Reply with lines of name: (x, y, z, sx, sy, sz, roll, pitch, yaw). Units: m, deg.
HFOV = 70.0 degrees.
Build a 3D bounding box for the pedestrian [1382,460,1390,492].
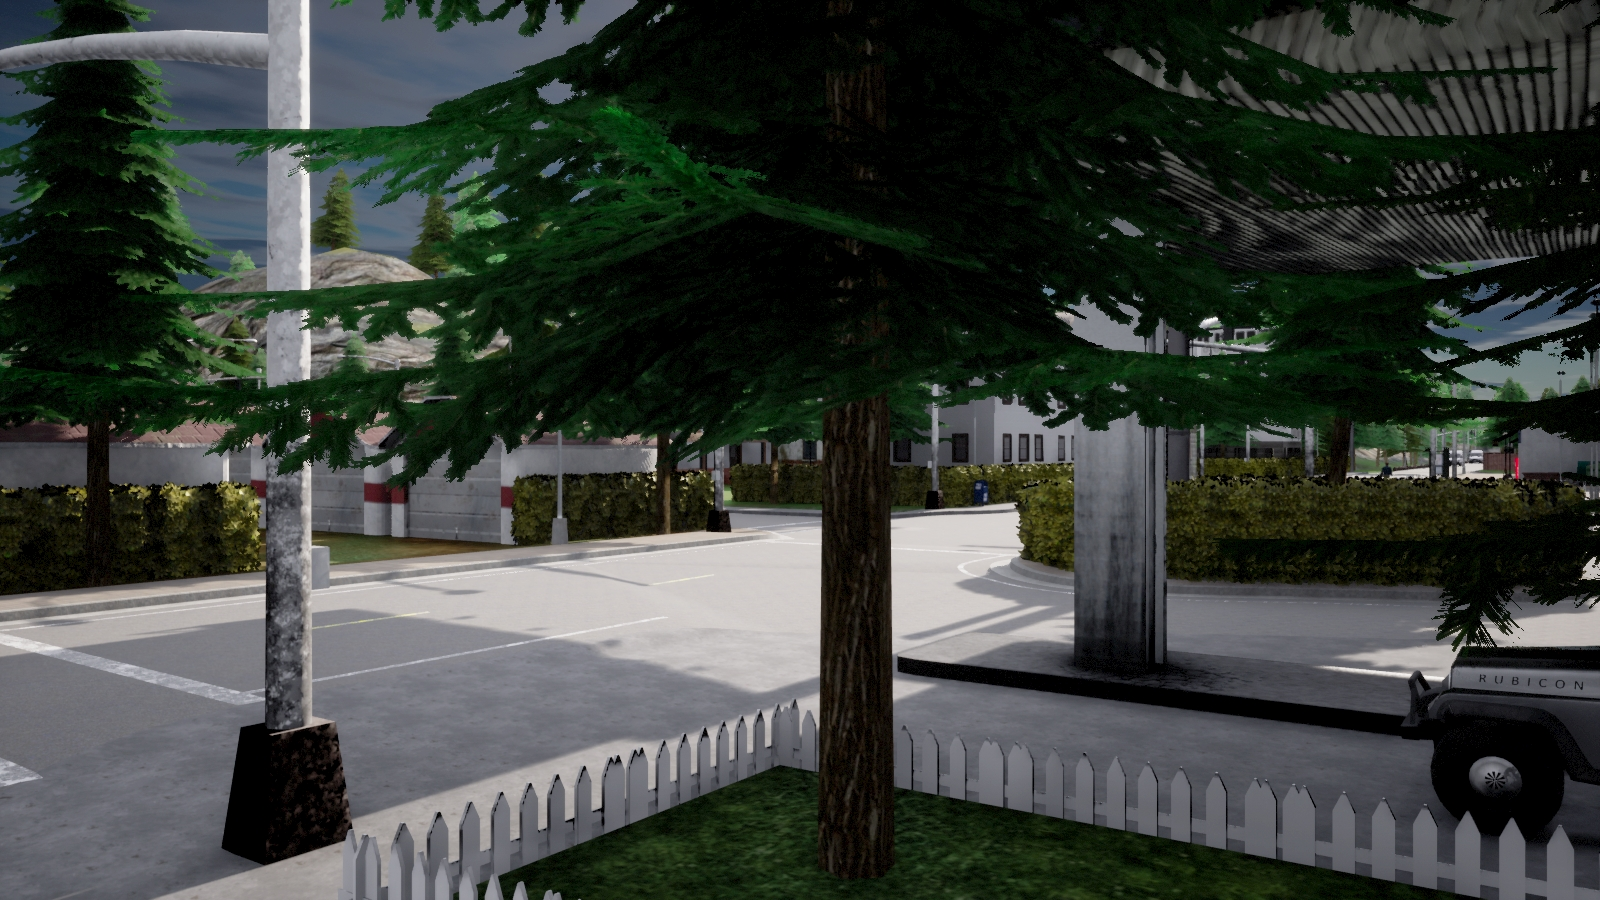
pedestrian: (34.252, 1.502, 66.747, 0.375, 1.860, 0.375, 0, 0, 34)
